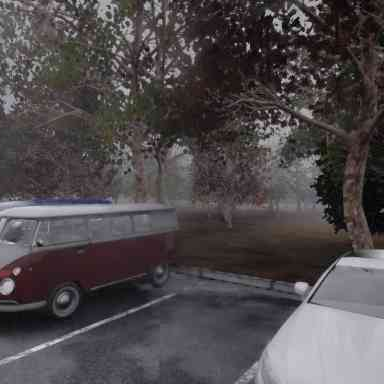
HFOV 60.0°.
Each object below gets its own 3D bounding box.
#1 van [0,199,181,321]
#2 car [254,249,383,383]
[{"bbox_3d":[-2.195,1.255,7.197,1.878,1.987,4.442,0,0,36],"label":"van"},{"bbox_3d":[2.402,1.520,4.050,2.002,1.452,4.674,0,0,36],"label":"car"}]
